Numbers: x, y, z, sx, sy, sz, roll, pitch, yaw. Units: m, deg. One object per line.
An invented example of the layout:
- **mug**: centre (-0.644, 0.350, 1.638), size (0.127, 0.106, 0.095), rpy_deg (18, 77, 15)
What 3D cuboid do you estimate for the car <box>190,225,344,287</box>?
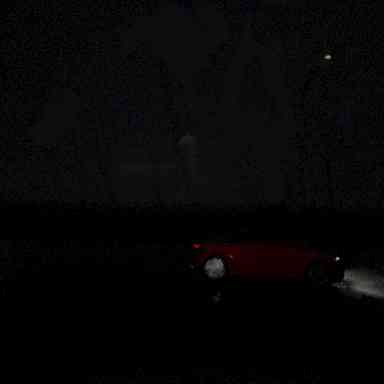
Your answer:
- **car**: centre (2.043, 1.682, 9.489), size (4.181, 1.385, 1.994), rpy_deg (3, 0, 2)
